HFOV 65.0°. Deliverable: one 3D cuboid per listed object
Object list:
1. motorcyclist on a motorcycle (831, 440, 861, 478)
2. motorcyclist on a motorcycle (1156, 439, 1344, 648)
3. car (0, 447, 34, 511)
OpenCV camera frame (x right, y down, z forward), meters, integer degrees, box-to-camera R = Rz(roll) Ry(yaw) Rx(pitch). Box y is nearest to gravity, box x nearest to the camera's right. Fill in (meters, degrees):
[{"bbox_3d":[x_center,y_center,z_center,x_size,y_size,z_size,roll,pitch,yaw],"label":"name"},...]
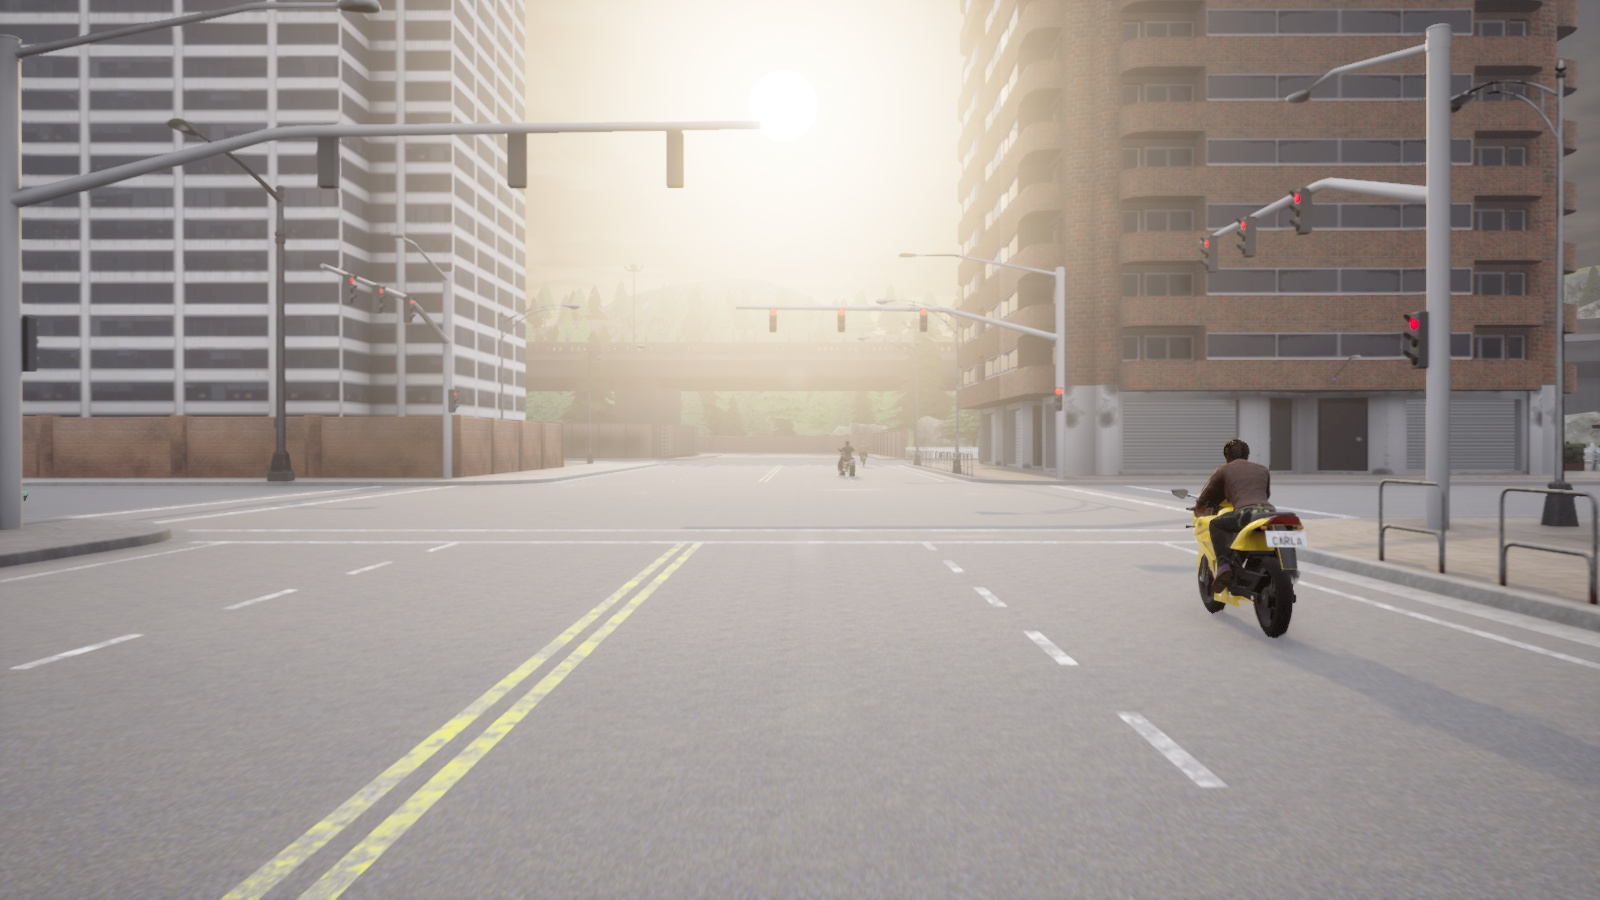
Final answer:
[{"bbox_3d":[2.036,0.384,56.021,0.766,1.649,2.350,0,0,-13],"label":"motorcyclist on a motorcycle"},{"bbox_3d":[3.573,0.674,10.176,0.797,1.523,2.044,0,0,0],"label":"motorcyclist on a motorcycle"},{"bbox_3d":[-18.535,0.631,27.839,2.207,1.376,1.481,0,0,1],"label":"car"}]
